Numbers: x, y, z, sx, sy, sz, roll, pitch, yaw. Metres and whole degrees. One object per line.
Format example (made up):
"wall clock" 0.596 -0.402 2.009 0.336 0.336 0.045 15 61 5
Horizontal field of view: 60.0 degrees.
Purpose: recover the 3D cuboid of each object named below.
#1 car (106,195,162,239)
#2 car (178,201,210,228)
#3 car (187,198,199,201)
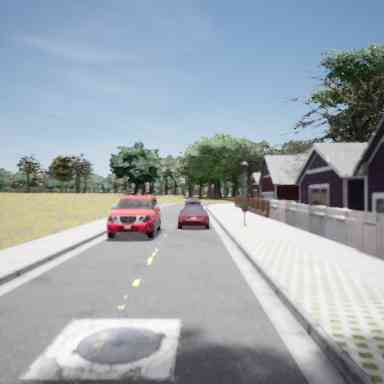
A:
"car" -2.841 1.201 17.434 2.150 2.045 5.566 0 0 0
"car" 0.103 1.533 21.839 1.994 1.385 4.181 0 0 0
"car" 0.115 1.431 39.655 1.837 1.490 4.892 0 0 1
